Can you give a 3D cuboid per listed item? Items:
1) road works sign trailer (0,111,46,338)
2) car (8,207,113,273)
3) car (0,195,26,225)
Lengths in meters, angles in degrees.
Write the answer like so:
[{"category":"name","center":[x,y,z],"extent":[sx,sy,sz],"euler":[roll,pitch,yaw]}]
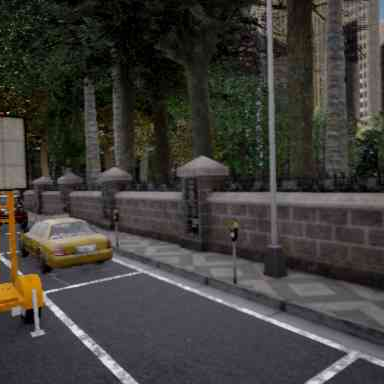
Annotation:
[{"category":"road works sign trailer","center":[-4.011,0.413,5.455],"extent":[2.380,3.560,2.880],"euler":[-3,2,-38]},{"category":"car","center":[-4.020,1.349,10.038],"extent":[1.752,1.417,4.829],"euler":[-3,2,-38]},{"category":"car","center":[-10.612,1.097,18.520],"extent":[2.192,1.841,5.009],"euler":[-3,2,-38]}]
